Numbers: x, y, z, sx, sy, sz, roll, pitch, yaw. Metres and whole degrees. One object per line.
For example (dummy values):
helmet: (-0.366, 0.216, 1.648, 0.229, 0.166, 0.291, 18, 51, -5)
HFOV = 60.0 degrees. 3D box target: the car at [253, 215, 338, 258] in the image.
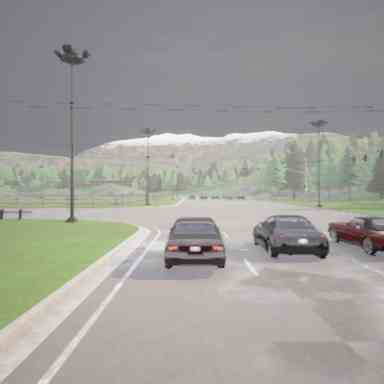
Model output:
car: (3.593, 1.558, 12.717, 1.994, 1.385, 4.181, 0, 0, 0)

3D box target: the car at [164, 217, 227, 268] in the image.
car: (0.092, 1.544, 11.251, 2.033, 1.411, 5.357, 0, 0, 0)

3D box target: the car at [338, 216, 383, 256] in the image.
car: (7.096, 1.596, 13.062, 1.895, 1.301, 4.718, 0, 0, 0)
